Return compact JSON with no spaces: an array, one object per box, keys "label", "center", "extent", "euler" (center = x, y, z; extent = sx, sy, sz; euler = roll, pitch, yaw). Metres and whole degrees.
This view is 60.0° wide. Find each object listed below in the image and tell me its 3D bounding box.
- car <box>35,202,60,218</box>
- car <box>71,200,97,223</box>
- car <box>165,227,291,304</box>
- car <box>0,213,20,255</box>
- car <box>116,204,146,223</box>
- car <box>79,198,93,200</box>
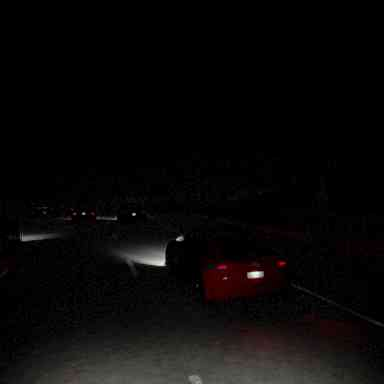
[{"label":"car","center":[-14.065,1.759,32.480],"extent":[2.128,1.511,4.902],"euler":[0,-2,-17]},{"label":"car","center":[-8.416,1.618,25.980],"extent":[2.033,1.411,5.357],"euler":[0,0,-17]},{"label":"car","center":[0.638,1.574,8.348],"extent":[1.994,1.385,4.181],"euler":[0,0,-17]},{"label":"car","center":[-8.135,1.548,13.094],"extent":[1.837,1.490,4.892],"euler":[0,0,-17]},{"label":"car","center":[-4.852,1.619,26.294],"extent":[1.994,1.385,4.181],"euler":[0,0,-17]},{"label":"car","center":[-12.931,1.908,40.735],"extent":[2.150,2.045,5.566],"euler":[0,-4,-17]}]
